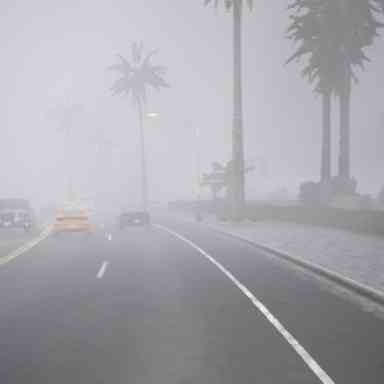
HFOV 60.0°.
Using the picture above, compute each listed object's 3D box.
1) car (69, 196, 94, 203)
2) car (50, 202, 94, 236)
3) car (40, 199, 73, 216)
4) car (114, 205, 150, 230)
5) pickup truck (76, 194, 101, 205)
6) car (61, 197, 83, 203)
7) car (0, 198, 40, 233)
[{"bbox_3d":[-13.646,1.507,39.908,2.150,2.045,5.566,0,0,-39],"label":"car"},{"bbox_3d":[-6.936,1.622,19.726,1.882,1.535,5.008,0,0,-16],"label":"car"},{"bbox_3d":[-15.290,1.844,36.541,2.033,1.411,5.357,-1,0,-39],"label":"car"},{"bbox_3d":[-4.067,1.593,22.145,1.882,1.535,5.008,0,0,-18],"label":"car"},{"bbox_3d":[-21.910,1.569,70.787,2.390,2.098,6.274,-1,0,10],"label":"pickup truck"},{"bbox_3d":[-30.451,2.044,84.500,4.674,1.452,2.002,-1,0,10],"label":"car"},{"bbox_3d":[-11.188,1.422,21.027,2.150,2.045,5.566,0,0,-21],"label":"car"}]
